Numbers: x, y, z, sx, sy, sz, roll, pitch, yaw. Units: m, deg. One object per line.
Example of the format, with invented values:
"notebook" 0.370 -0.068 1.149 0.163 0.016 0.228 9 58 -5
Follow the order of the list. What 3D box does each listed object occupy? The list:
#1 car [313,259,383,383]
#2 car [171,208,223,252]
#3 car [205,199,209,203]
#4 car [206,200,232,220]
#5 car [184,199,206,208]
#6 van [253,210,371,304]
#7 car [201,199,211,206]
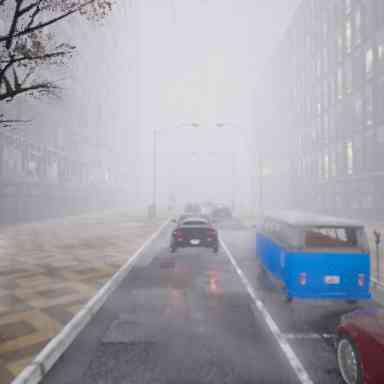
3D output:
"car" 2.579 1.598 2.407 1.802 1.307 4.206 1 0 0
"car" 0.102 1.615 14.141 1.812 1.442 4.674 0 0 0
"car" 2.593 1.938 52.512 1.802 1.307 4.206 1 0 0
"car" 2.588 1.741 30.243 1.887 1.381 4.507 1 0 0
"car" 0.110 1.784 35.983 2.033 1.411 5.357 0 0 0
"van" 2.585 1.391 7.976 1.690 1.788 3.998 1 0 0
"car" 2.597 2.024 63.645 1.802 1.307 4.206 1 0 0
